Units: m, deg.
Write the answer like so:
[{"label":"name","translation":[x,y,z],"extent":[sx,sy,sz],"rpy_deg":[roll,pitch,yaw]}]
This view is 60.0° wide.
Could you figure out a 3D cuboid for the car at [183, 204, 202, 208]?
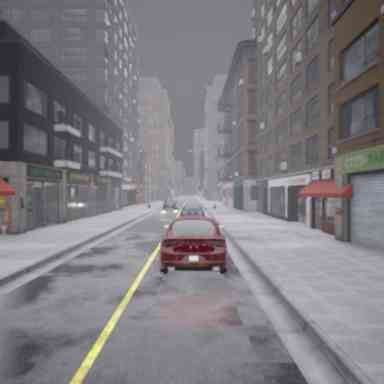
[{"label":"car","translation":[0.047,1.681,28.132],"extent":[1.895,1.301,4.718],"rpy_deg":[0,0,0]}]

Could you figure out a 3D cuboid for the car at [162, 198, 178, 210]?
[{"label":"car","translation":[-2.898,1.624,44.422],"extent":[1.837,1.490,4.892],"rpy_deg":[0,0,0]}]

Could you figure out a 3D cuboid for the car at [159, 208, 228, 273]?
[{"label":"car","translation":[0.059,1.512,10.835],"extent":[1.882,1.535,5.008],"rpy_deg":[0,0,0]}]
